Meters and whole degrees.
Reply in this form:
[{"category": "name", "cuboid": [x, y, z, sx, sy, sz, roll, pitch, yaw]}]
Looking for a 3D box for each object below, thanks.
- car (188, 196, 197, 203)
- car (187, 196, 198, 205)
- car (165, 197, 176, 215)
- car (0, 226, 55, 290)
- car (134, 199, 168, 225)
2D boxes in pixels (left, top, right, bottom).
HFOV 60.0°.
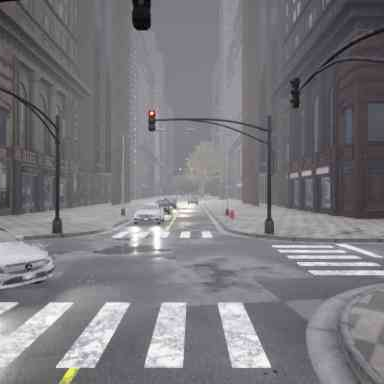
[{"category": "car", "cuboid": [0.169, 1.574, 69.769, 1.812, 1.442, 4.674, 0, 0, 0]}, {"category": "car", "cuboid": [0.148, 1.582, 59.420, 2.033, 1.411, 5.357, 0, 0, 0]}, {"category": "car", "cuboid": [-3.067, 1.552, 34.914, 2.033, 1.411, 5.357, 0, 0, 0]}, {"category": "car", "cuboid": [-5.487, 1.513, 8.272, 4.674, 1.442, 1.812, 0, -1, 30]}, {"category": "car", "cuboid": [-3.075, 1.526, 24.504, 1.812, 1.442, 4.674, 0, 0, 0]}]
